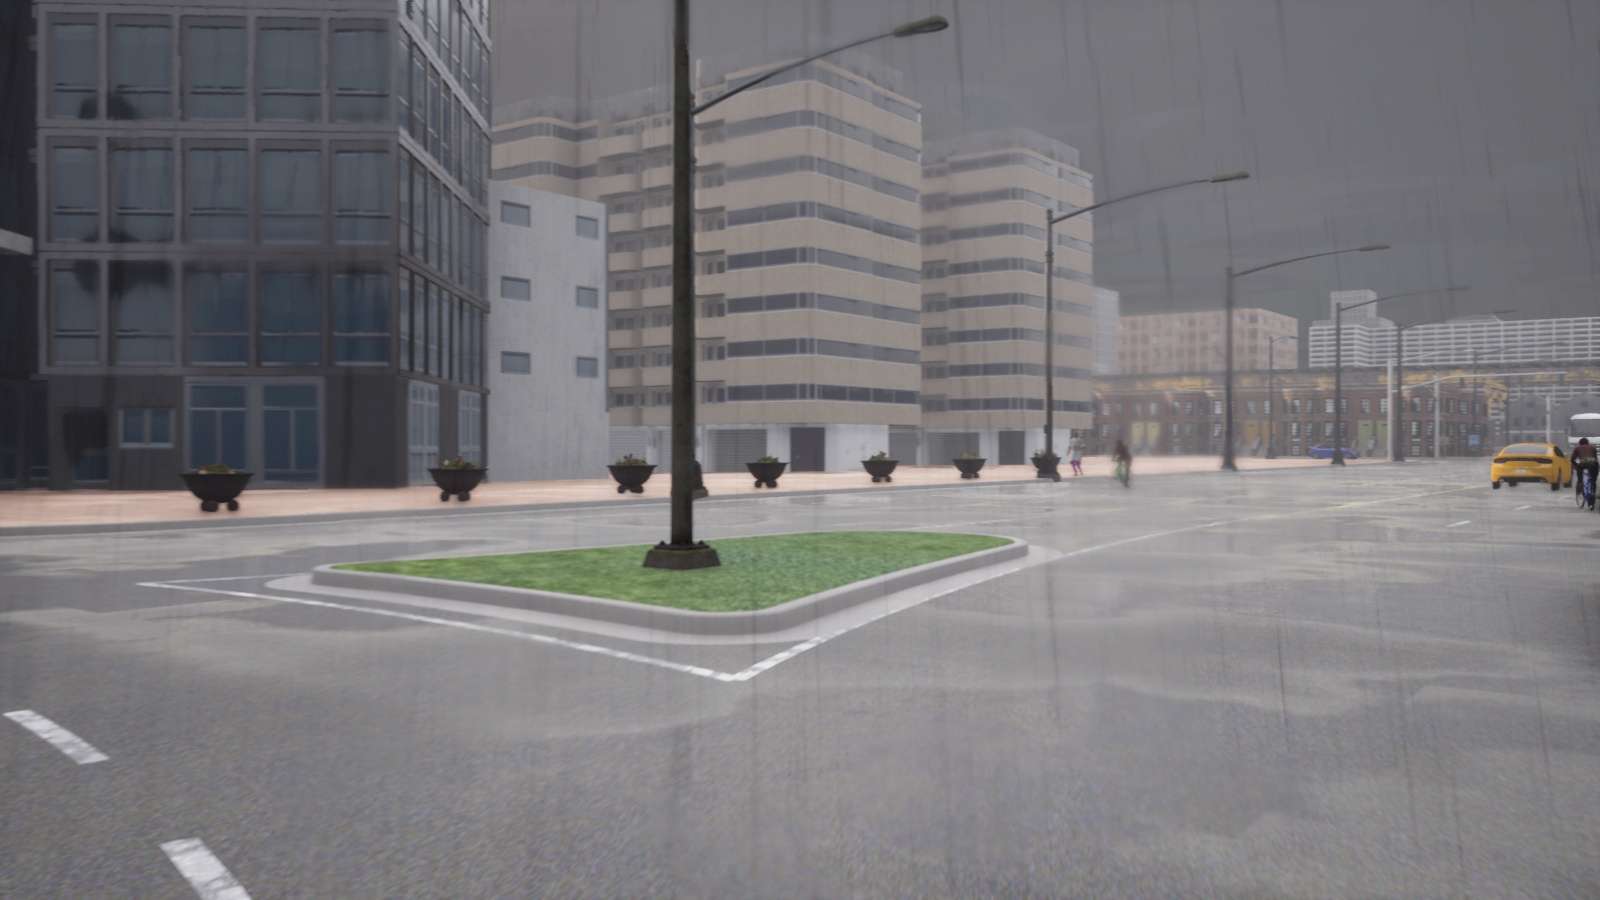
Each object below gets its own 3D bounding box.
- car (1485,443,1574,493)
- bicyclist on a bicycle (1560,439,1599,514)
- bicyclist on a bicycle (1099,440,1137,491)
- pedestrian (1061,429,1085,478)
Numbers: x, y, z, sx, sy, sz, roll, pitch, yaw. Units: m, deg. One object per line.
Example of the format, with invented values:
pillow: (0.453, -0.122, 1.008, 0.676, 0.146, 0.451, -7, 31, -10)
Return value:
car: (24.223, 0.543, 41.607, 1.882, 1.535, 5.008, 0, 0, 38)
bicyclist on a bicycle: (17.586, 0.579, 28.196, 0.582, 1.620, 1.656, 0, 0, 20)
bicyclist on a bicycle: (10.360, 0.491, 40.850, 0.582, 1.620, 1.656, 0, 1, 38)
pedestrian: (11.128, 0.137, 51.091, 0.659, 1.952, 0.873, 0, 0, 35)
